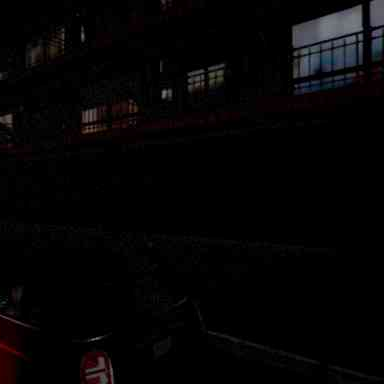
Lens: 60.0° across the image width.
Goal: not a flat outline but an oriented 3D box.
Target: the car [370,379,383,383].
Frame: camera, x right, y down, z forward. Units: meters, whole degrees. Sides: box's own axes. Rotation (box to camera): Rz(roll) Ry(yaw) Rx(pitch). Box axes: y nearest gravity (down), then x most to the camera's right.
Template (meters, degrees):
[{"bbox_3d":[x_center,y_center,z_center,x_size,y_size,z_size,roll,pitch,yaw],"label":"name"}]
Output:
[{"bbox_3d":[2.734,1.530,0.925,4.507,1.381,1.887,-1,-1,36],"label":"car"}]

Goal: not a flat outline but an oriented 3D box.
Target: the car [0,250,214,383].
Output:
[{"bbox_3d":[-1.852,1.471,4.204,4.097,1.590,1.967,-1,-1,36],"label":"car"}]
